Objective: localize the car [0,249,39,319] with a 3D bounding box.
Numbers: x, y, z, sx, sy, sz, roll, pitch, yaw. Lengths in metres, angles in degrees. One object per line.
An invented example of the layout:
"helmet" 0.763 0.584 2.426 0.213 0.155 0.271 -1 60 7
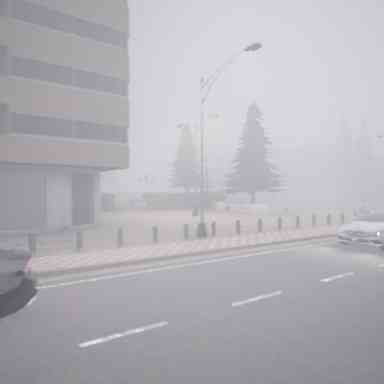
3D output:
"car" -4.898 1.494 4.789 4.902 1.511 2.128 0 0 -35

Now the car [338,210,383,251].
"car" 8.088 1.509 13.980 4.674 1.442 1.812 0 0 -35
